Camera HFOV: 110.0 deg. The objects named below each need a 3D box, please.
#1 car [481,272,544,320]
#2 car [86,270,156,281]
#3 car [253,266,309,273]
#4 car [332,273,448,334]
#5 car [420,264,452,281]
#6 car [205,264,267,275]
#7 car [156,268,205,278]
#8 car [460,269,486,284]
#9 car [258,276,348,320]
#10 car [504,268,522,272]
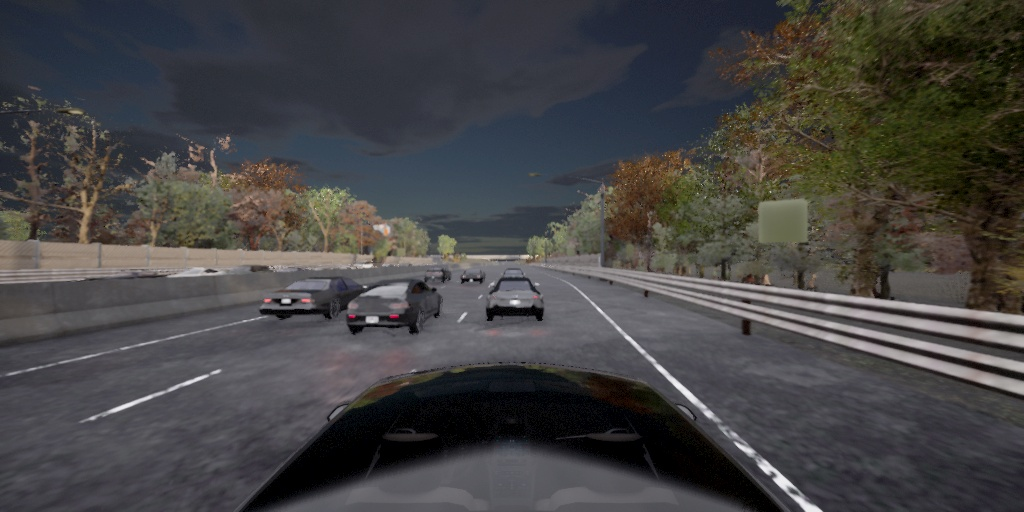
[{"bbox_3d":[0.098,1.482,13.464,1.994,1.385,4.181,0,-1,0],"label":"car"},{"bbox_3d":[-27.766,1.703,26.160,1.895,1.301,4.718,0,-1,-2],"label":"car"},{"bbox_3d":[-17.593,1.689,28.706,2.033,1.411,5.357,0,-1,0],"label":"car"},{"bbox_3d":[-3.401,1.408,11.032,1.812,1.442,4.674,0,-1,0],"label":"car"},{"bbox_3d":[-6.892,1.710,33.796,2.128,1.511,4.902,0,-1,0],"label":"car"},{"bbox_3d":[-21.090,1.488,28.387,2.097,1.767,4.553,0,-1,0],"label":"car"},{"bbox_3d":[-24.592,1.659,28.186,1.812,1.442,4.674,0,-1,0],"label":"car"},{"bbox_3d":[-3.394,1.796,32.269,1.895,1.301,4.718,0,-1,0],"label":"car"},{"bbox_3d":[-6.899,1.465,13.470,2.033,1.411,5.357,0,-1,0],"label":"car"},{"bbox_3d":[0.105,1.686,28.477,2.033,1.411,5.357,0,-1,0],"label":"car"}]
